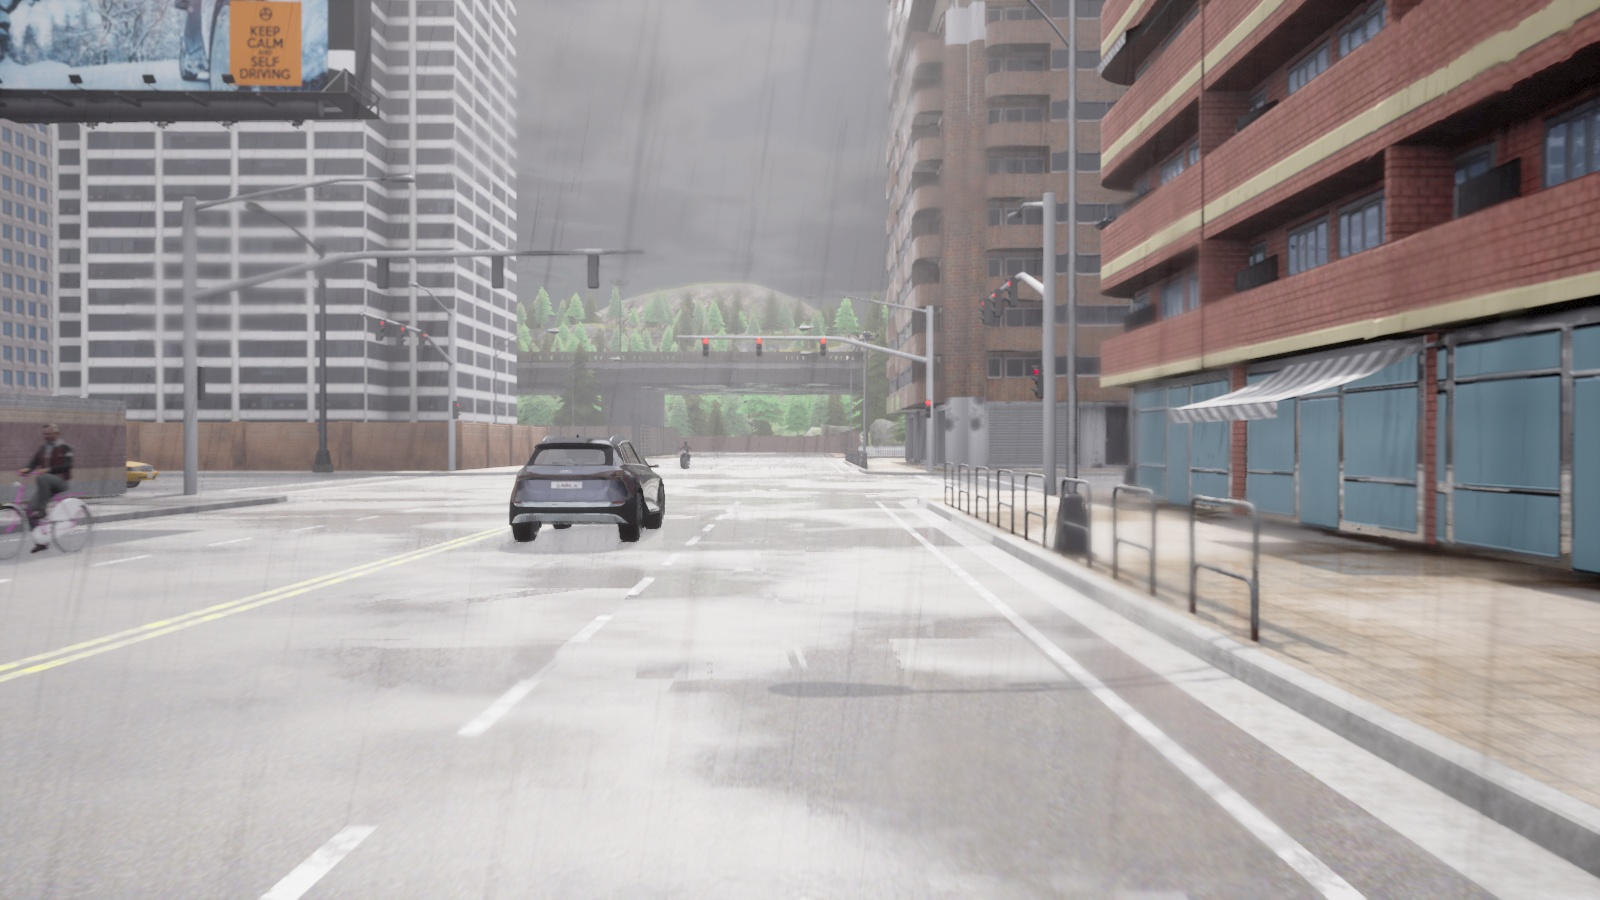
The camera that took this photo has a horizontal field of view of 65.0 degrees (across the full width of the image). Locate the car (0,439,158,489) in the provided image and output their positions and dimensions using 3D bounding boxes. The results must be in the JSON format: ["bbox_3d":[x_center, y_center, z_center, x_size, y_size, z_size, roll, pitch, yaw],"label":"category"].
[{"bbox_3d":[-24.000,0.436,40.806,5.366,1.575,1.801,0,0,1],"label":"car"}]

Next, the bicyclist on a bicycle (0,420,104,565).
[{"bbox_3d":[-10.019,0.517,16.335,0.659,1.776,1.843,1,0,10],"label":"bicyclist on a bicycle"}]

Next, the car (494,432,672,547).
[{"bbox_3d":[-3.370,0.558,20.485,2.033,1.649,4.856,0,0,0],"label":"car"}]
